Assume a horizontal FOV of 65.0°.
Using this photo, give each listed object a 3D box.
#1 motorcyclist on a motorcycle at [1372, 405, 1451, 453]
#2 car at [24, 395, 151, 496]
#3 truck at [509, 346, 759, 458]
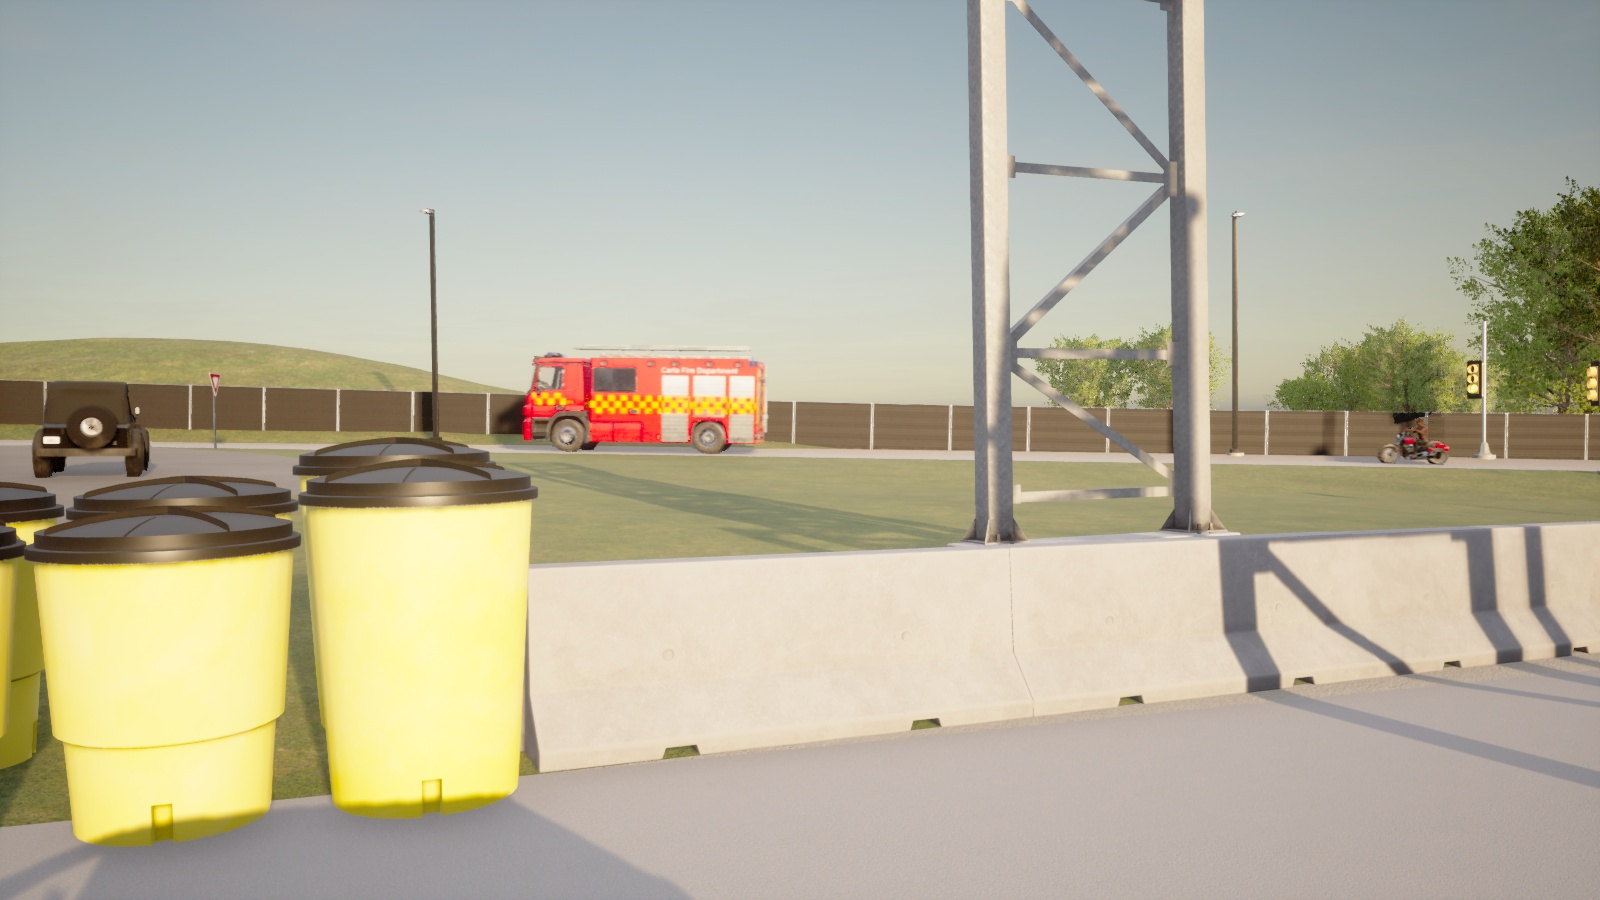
[{"bbox_3d":[21.147,-0.737,43.460,2.350,1.649,0.766,0,2,4],"label":"motorcyclist on a motorcycle"},{"bbox_3d":[-14.460,-0.143,25.680,1.905,1.878,3.866,-2,2,-25],"label":"car"},{"bbox_3d":[-5.872,-1.704,45.312,8.468,3.827,2.891,0,2,4],"label":"truck"}]
